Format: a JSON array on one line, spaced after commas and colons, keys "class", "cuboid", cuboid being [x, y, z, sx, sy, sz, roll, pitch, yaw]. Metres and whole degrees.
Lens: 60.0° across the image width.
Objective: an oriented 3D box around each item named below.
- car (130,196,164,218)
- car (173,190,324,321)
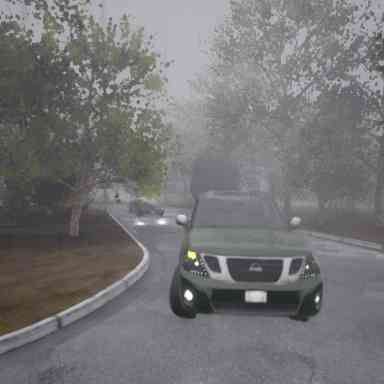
[{"class": "car", "cuboid": [-3.407, 1.033, 24.549, 1.812, 1.442, 4.674, 1, 0, -21]}, {"class": "car", "cuboid": [0.904, 1.000, 7.248, 2.150, 2.045, 5.566, 2, 1, 1]}]
